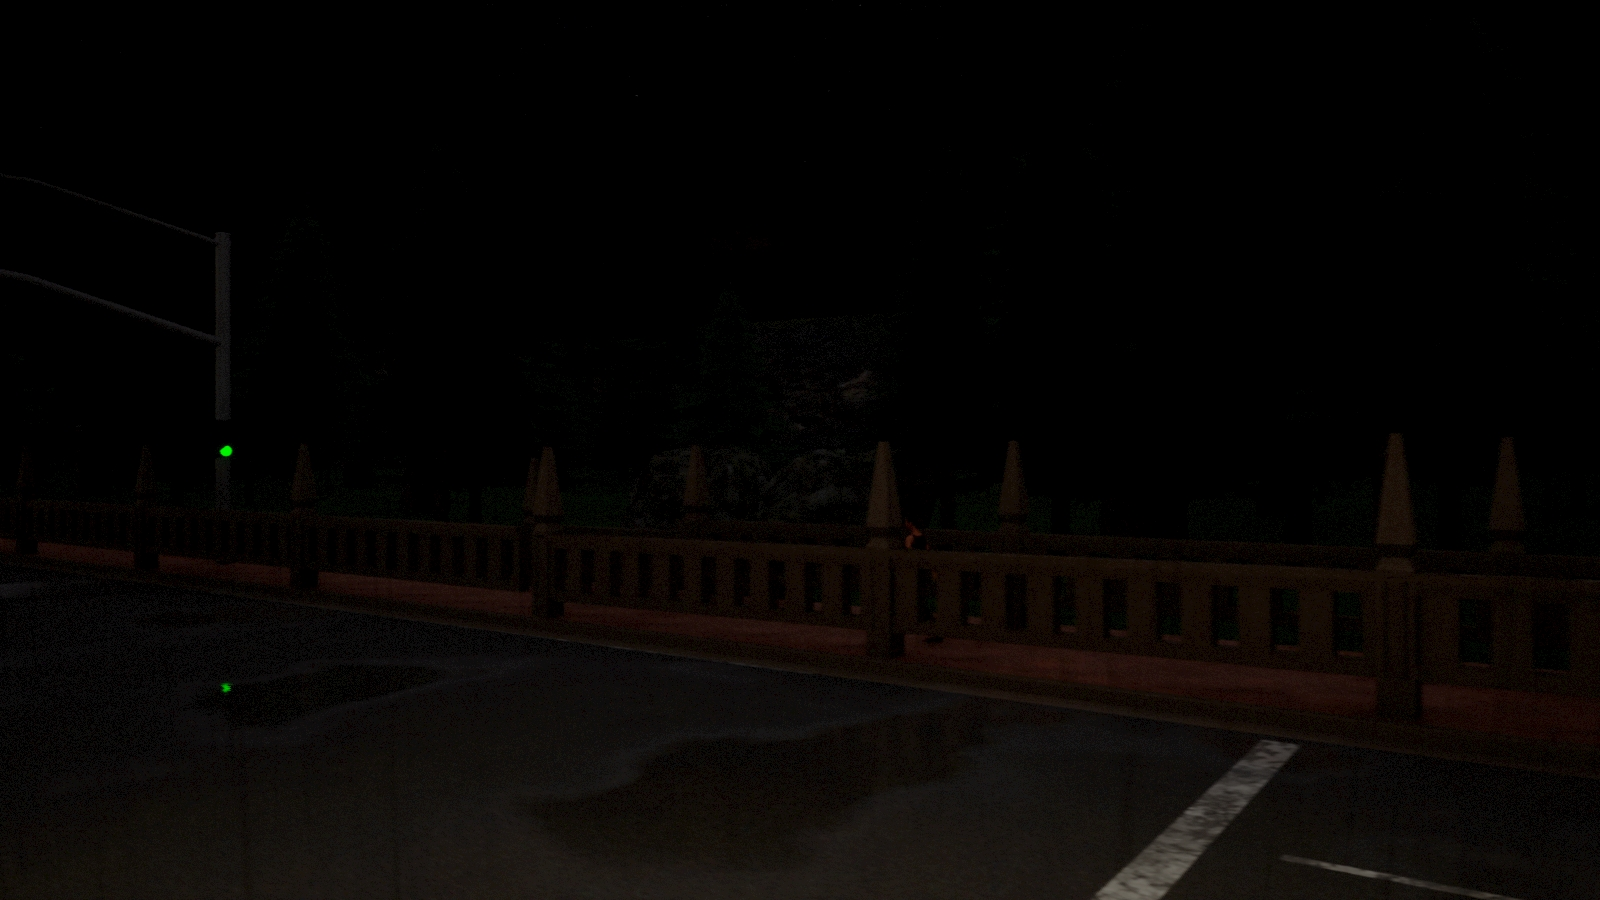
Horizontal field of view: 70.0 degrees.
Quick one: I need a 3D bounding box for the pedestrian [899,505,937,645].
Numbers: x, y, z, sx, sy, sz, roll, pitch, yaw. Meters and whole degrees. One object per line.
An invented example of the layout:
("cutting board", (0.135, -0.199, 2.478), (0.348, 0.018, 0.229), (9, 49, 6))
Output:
("pedestrian", (1.617, 1.700, 15.647), (0.375, 1.860, 0.375), (0, 0, 35))
